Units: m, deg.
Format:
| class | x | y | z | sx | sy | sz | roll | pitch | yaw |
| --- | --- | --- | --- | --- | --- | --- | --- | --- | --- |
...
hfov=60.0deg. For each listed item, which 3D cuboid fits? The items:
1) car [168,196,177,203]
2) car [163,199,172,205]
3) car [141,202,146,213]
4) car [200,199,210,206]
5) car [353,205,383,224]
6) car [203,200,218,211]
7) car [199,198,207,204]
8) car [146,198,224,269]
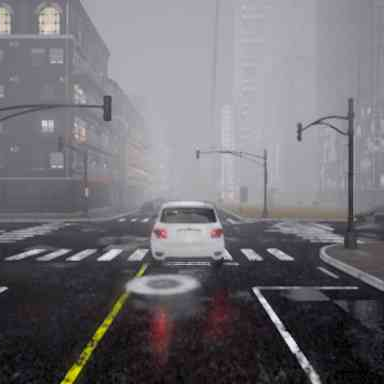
| class | x | y | z | sx | sy | sz | roll | pitch | yaw |
| --- | --- | --- | --- | --- | --- | --- | --- | --- | --- |
| car | -5.573 | 2.173 | 94.475 | 2.192 | 1.841 | 5.009 | -1 | -1 | 0 |
| car | -5.593 | 2.282 | 77.527 | 1.802 | 1.307 | 4.206 | -1 | -1 | 0 |
| car | -5.641 | 1.933 | 43.634 | 1.887 | 1.381 | 4.507 | -1 | -1 | 0 |
| car | 2.746 | 2.198 | 71.923 | 2.008 | 1.369 | 4.403 | -1 | -1 | 0 |
| car | 14.708 | 1.696 | 25.565 | 4.313 | 1.339 | 1.947 | 0 | 0 | 0 |
| car | 2.713 | 1.984 | 49.329 | 1.887 | 1.381 | 4.507 | -1 | -1 | 0 |
| car | 2.762 | 2.297 | 83.221 | 1.887 | 1.381 | 4.507 | -1 | -1 | 0 |
| car | -0.264 | 1.348 | 11.743 | 2.150 | 2.045 | 5.566 | 0 | -1 | -4 |
